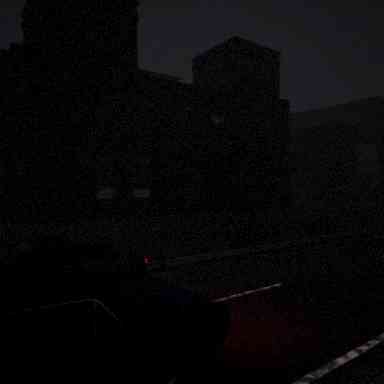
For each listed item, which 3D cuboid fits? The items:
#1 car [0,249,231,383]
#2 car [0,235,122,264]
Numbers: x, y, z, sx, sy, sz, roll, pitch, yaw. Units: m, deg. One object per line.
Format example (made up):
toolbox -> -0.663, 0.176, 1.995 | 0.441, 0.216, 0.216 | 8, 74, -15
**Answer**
car -> -1.931, 1.600, 3.430 | 4.718, 1.301, 1.895 | -1, 0, -36
car -> -2.867, 1.557, 6.215 | 4.181, 1.385, 1.994 | -1, 0, -36
